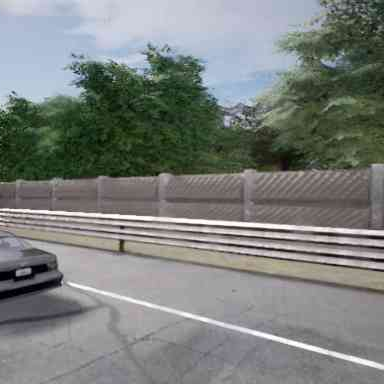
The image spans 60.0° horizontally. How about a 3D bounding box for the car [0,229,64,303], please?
[{"bbox_3d":[-5.211,1.552,7.709,5.357,1.411,2.033,0,0,36],"label":"car"}]
